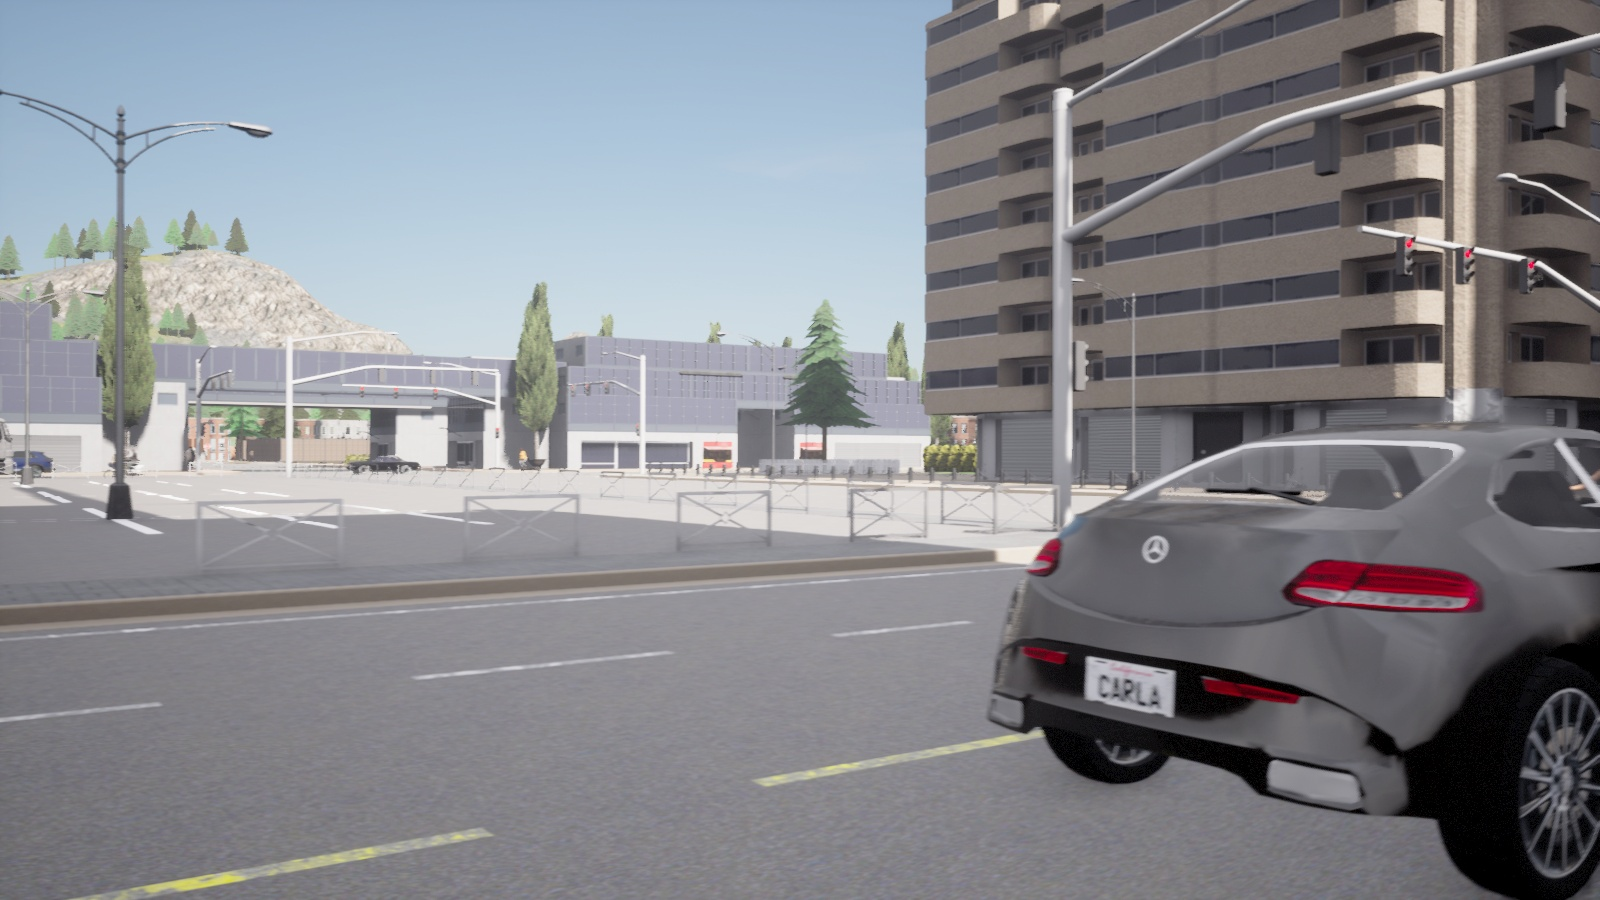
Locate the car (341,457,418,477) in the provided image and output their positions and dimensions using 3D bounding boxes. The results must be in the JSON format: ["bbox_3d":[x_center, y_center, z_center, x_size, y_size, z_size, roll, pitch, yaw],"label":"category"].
[{"bbox_3d":[-29.405,1.178,87.893,4.718,1.301,1.895,0,0,-35],"label":"car"}]

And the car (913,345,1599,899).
[{"bbox_3d":[3.158,0.531,5.858,5.027,1.651,2.152,0,0,-35],"label":"car"}]

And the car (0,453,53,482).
[{"bbox_3d":[-45.949,1.005,72.374,4.856,1.649,2.033,0,0,-33],"label":"car"}]

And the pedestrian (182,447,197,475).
[{"bbox_3d":[-42.691,0.764,87.815,0.659,1.952,0.873,0,0,-8],"label":"pedestrian"}]

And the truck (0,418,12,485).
[{"bbox_3d":[-45.188,0.072,64.517,7.936,3.462,2.891,0,0,-33],"label":"truck"}]
